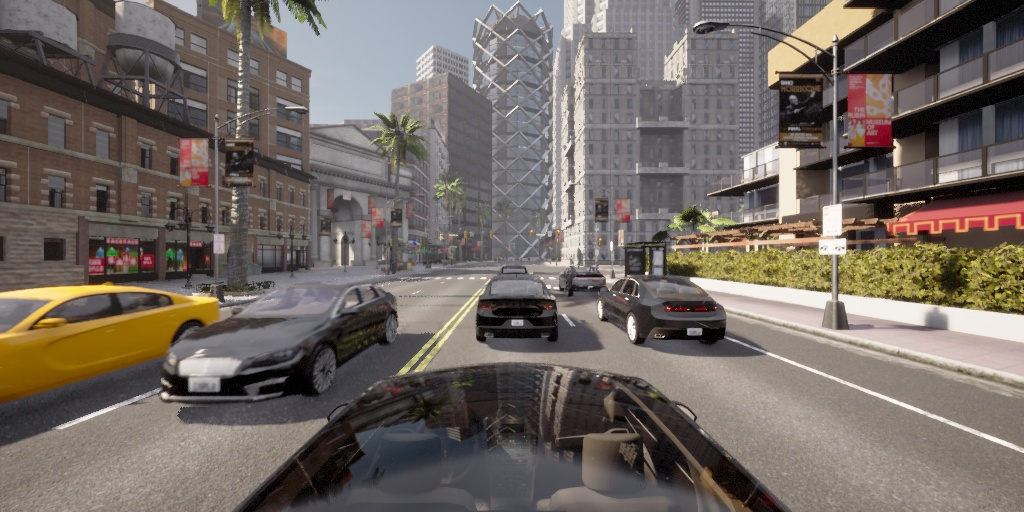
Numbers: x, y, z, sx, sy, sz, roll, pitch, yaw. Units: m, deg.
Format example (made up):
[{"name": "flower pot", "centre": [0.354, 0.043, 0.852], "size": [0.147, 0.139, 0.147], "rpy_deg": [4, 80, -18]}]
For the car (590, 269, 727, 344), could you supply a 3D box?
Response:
[{"name": "car", "centre": [3.611, 1.255, 9.529], "size": [1.837, 1.490, 4.892], "rpy_deg": [0, 0, 0]}]

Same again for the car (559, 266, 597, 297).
[{"name": "car", "centre": [3.605, 1.241, 18.934], "size": [2.128, 1.511, 4.902], "rpy_deg": [0, 0, 0]}]

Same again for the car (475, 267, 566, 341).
[{"name": "car", "centre": [0.110, 1.228, 9.884], "size": [1.882, 1.535, 5.008], "rpy_deg": [0, 0, 0]}]

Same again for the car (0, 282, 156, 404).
[{"name": "car", "centre": [-7.099, 1.227, 5.482], "size": [1.882, 1.535, 5.008], "rpy_deg": [0, 0, 0]}]

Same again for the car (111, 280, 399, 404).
[{"name": "car", "centre": [-3.598, 1.241, 6.646], "size": [2.128, 1.511, 4.902], "rpy_deg": [0, 0, 0]}]
